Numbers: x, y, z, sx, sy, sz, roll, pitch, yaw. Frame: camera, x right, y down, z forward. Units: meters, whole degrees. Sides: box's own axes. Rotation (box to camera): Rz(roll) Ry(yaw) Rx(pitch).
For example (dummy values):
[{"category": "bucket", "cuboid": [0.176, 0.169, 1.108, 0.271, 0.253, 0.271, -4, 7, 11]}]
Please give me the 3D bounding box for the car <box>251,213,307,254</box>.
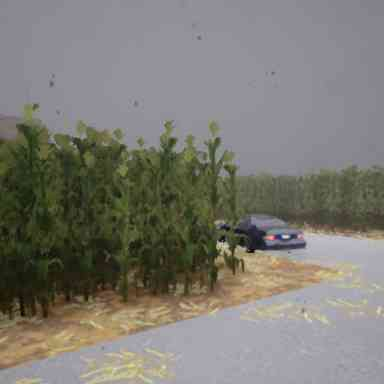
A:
[{"category": "car", "cuboid": [2.527, 1.602, 13.844, 2.033, 1.411, 5.357, 0, 0, -16]}]
